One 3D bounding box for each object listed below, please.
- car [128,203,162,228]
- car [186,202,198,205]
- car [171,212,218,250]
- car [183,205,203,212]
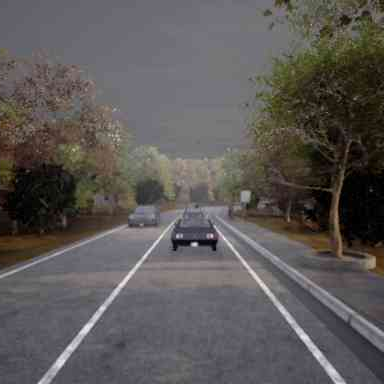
[{"bbox_3d":[-3.564,1.782,25.789,2.097,1.767,4.553,0,-1,0],"label":"car"},{"bbox_3d":[0.096,2.795,66.475,2.128,1.511,4.902,1,-1,13],"label":"car"},{"bbox_3d":[0.107,1.809,15.247,1.895,1.301,4.718,0,-1,0],"label":"car"},{"bbox_3d":[0.130,2.142,31.013,1.895,1.301,4.718,0,-1,0],"label":"car"}]
